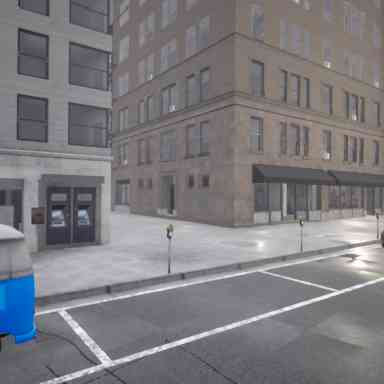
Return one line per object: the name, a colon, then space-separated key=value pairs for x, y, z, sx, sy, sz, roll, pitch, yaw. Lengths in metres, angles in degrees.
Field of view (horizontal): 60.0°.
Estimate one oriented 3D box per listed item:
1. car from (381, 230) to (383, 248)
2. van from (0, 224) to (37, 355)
car: x=9.395 y=1.582 z=13.463 sx=4.313 sy=1.339 sz=1.947 roll=0 pitch=1 yaw=-36
van: x=-3.989 y=1.341 z=3.905 sx=3.998 sy=1.788 sz=1.690 roll=0 pitch=1 yaw=-36
